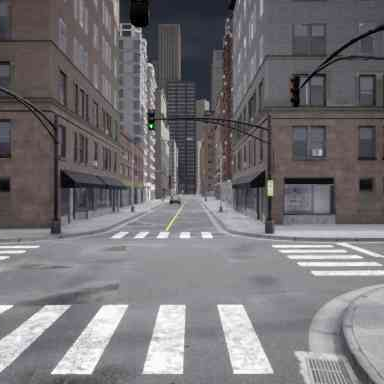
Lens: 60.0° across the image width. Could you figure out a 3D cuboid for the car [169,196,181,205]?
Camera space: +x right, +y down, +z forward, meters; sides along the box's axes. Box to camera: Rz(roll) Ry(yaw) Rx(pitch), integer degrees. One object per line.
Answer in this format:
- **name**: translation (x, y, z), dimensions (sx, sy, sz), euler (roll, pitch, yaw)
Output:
- **car**: translation (-2.989, 1.457, 59.635), dimensions (1.882, 1.535, 5.008), euler (0, 0, 0)
